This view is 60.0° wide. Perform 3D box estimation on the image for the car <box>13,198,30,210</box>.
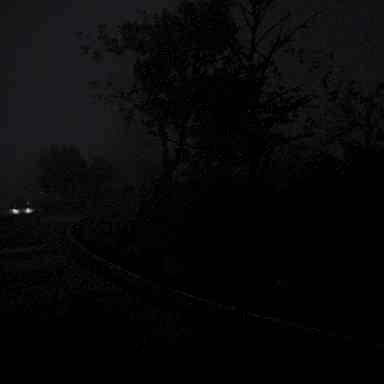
[{"bbox_3d":[-25.288,1.618,49.263,2.097,1.767,4.553,0,0,-28],"label":"car"}]
